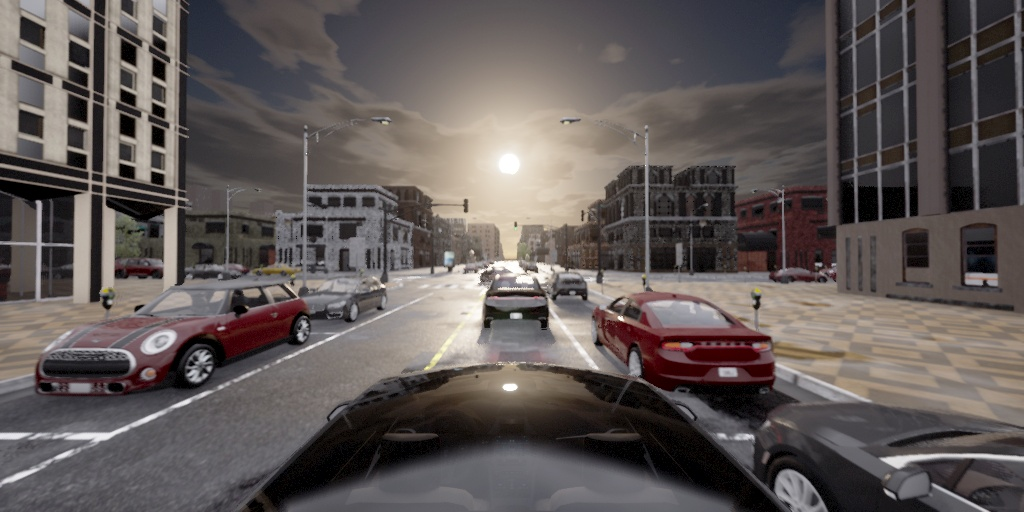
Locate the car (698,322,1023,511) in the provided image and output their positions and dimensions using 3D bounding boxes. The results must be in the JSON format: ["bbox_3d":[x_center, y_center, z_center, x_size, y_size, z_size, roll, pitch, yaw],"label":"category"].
[{"bbox_3d":[2.690,1.296,1.003,2.007,1.370,4.403,0,0,0],"label":"car"}]

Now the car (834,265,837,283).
[{"bbox_3d":[29.175,1.510,29.641,4.097,1.591,1.967,0,0,1],"label":"car"}]

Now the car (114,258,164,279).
[{"bbox_3d":[-30.953,1.114,30.566,5.009,1.841,2.192,0,0,1],"label":"car"}]

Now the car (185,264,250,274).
[{"bbox_3d":[-25.417,1.373,30.481,4.403,1.370,2.007,0,0,1],"label":"car"}]

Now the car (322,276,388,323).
[{"bbox_3d":[-5.691,1.375,12.403,2.007,1.370,4.403,0,0,0],"label":"car"}]

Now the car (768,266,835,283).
[{"bbox_3d":[23.641,1.625,29.691,4.207,1.307,1.802,0,0,1],"label":"car"}]

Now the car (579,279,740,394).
[{"bbox_3d":[2.690,1.330,6.695,1.888,1.381,4.507,0,0,0],"label":"car"}]

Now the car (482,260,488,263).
[{"bbox_3d":[-5.693,1.718,61.524,2.007,1.370,4.403,0,0,0],"label":"car"}]

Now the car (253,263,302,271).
[{"bbox_3d":[-25.456,1.451,38.863,4.829,1.417,1.751,0,0,1],"label":"car"}]

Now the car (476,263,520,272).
[{"bbox_3d":[-1.221,1.500,28.398,1.994,1.385,4.181,0,0,-18],"label":"car"}]

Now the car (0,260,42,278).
[{"bbox_3d":[-42.025,1.300,30.736,4.507,1.381,1.888,0,0,1],"label":"car"}]

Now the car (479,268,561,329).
[{"bbox_3d":[0.100,1.311,11.497,2.128,1.511,4.902,0,0,0],"label":"car"}]

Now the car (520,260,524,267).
[{"bbox_3d":[2.688,1.750,61.510,1.802,1.307,4.207,0,0,0],"label":"car"}]

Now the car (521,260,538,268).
[{"bbox_3d":[2.688,1.656,50.468,1.948,1.339,4.313,0,0,0],"label":"car"}]

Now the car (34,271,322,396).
[{"bbox_3d":[-5.690,1.224,6.711,1.967,1.591,4.097,0,0,0],"label":"car"}]

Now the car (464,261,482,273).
[{"bbox_3d":[-5.692,1.672,50.481,1.802,1.307,4.207,0,0,0],"label":"car"}]

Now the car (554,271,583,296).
[{"bbox_3d":[2.690,1.414,18.078,2.007,1.370,4.403,0,0,0],"label":"car"}]

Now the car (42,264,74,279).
[{"bbox_3d":[-36.490,1.328,30.651,4.403,1.370,2.007,0,0,1],"label":"car"}]
